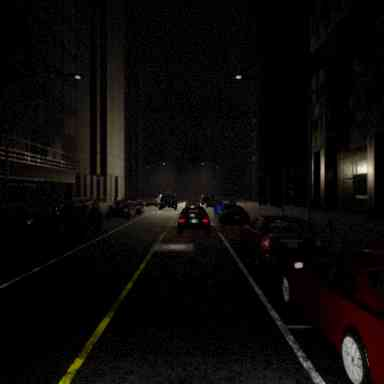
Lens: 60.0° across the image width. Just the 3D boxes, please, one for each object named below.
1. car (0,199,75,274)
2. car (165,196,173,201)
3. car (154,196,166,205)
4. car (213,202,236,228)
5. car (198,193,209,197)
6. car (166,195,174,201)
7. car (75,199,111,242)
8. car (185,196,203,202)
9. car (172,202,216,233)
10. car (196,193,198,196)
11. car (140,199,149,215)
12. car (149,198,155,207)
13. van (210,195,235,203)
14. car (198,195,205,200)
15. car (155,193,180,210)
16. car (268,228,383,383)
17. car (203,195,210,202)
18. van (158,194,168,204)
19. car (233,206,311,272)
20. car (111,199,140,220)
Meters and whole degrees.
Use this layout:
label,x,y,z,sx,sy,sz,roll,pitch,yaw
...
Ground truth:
label,x,y,z,sx,sy,sz,roll,pitch,yaw
car,-5.857,1.309,10.749,2.192,1.841,5.009,0,0,0
car,-5.854,1.638,84.066,1.802,1.307,4.206,0,0,0
car,-5.857,1.568,61.335,1.752,1.417,4.829,0,0,0
car,2.669,1.556,22.013,1.947,1.339,4.313,0,0,0
car,2.669,1.349,55.844,2.192,1.841,5.009,0,0,0
car,-5.854,1.495,89.707,1.967,1.590,4.097,0,0,0
car,-5.857,1.306,16.388,2.192,1.841,5.009,0,0,0
car,0.101,1.535,42.686,1.812,1.442,4.674,0,0,0
car,0.099,1.538,19.498,2.033,1.411,5.357,0,0,0
car,2.672,1.495,89.682,1.967,1.590,4.097,0,0,0
car,-5.857,1.437,33.306,1.967,1.590,4.097,0,0,0
car,-5.863,1.548,50.022,1.752,1.417,4.829,0,0,1
van,2.668,1.333,27.652,1.690,1.788,3.998,0,0,0
car,2.673,1.635,95.322,1.802,1.307,4.206,0,0,0
car,-2.997,1.320,42.522,2.150,2.045,5.566,0,0,0
car,2.668,1.542,5.096,1.887,1.381,4.507,0,0,0
car,2.670,1.540,44.776,1.752,1.417,4.829,0,0,1
van,-5.856,1.391,67.147,1.690,1.788,3.998,0,0,0
car,2.668,1.434,10.735,1.967,1.590,4.097,0,0,0
car,-5.857,1.432,27.668,1.967,1.590,4.097,0,0,0
